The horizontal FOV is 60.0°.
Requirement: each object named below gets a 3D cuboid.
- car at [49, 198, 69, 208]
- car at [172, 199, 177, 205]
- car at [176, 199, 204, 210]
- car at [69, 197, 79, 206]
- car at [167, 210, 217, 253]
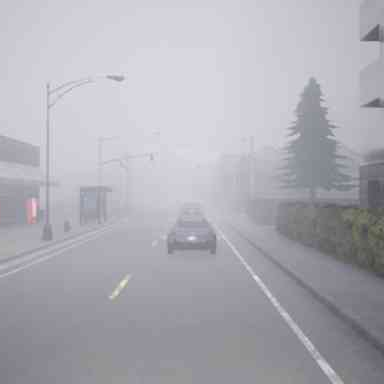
[{"bbox_3d":[-22.586,1.953,55.151,1.970,1.475,3.806,0,-1,0],"label":"car"},{"bbox_3d":[-3.528,2.271,76.090,2.033,1.411,5.357,0,-1,0],"label":"car"},{"bbox_3d":[-0.008,1.631,29.095,2.097,1.767,4.553,0,-1,0],"label":"car"},{"bbox_3d":[-25.918,1.982,72.202,1.932,1.855,4.605,0,-1,0],"label":"car"},{"bbox_3d":[-0.002,1.703,14.303,1.994,1.385,4.181,0,0,0],"label":"car"}]
